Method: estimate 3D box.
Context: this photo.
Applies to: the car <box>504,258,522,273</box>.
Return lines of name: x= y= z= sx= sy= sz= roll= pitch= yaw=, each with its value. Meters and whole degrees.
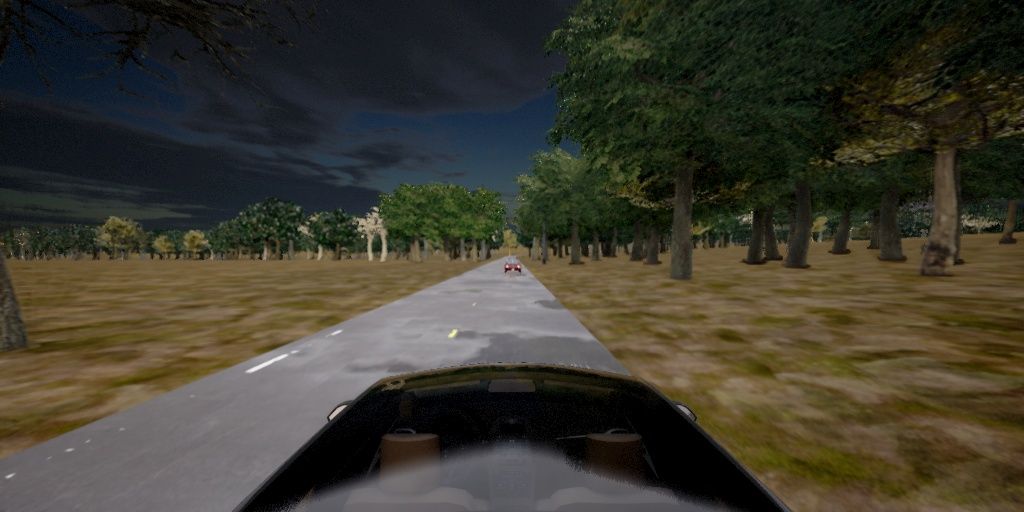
car: x=0.104 y=1.139 z=40.015 sx=1.895 sy=1.301 sz=4.718 roll=0 pitch=0 yaw=0
